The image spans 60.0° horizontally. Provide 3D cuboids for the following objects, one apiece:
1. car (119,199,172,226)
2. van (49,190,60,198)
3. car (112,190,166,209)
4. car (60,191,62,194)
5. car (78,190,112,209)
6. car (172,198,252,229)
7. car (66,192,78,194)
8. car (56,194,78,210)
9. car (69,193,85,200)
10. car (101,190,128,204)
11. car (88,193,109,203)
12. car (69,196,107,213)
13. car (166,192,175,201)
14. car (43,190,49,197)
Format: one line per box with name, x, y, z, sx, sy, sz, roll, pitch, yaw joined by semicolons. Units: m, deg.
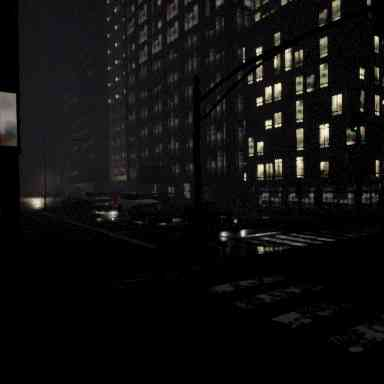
car;-2.910;1.455;22.378;2.008;1.369;4.403;-1;1;-35
van;-32.463;0.530;79.996;1.690;1.788;3.998;-1;1;-35
car;-4.861;1.021;29.704;2.150;2.045;5.566;-1;1;-35
car;-26.062;0.733;70.706;1.967;1.590;4.097;-1;1;-35
car;-10.930;0.927;38.535;2.150;2.045;5.566;-1;1;-35
car;1.099;1.382;21.057;2.128;1.511;4.902;-1;1;-35
car;-19.329;1.082;56.180;1.895;1.301;4.718;-1;1;-35
car;-13.739;1.289;38.047;2.008;1.369;4.403;-1;1;-35
car;-22.862;0.889;66.062;1.887;1.381;4.507;-1;1;-35
car;-12.026;0.733;51.043;2.150;2.045;5.566;-1;1;-35
car;-15.950;0.919;56.806;1.882;1.535;5.008;-1;1;-35
car;-10.537;1.354;33.401;1.947;1.339;4.313;-1;1;-35
car;-3.661;0.963;38.185;2.192;1.841;5.009;-1;1;-35
car;-35.663;0.688;84.644;2.008;1.369;4.403;-1;1;-35
